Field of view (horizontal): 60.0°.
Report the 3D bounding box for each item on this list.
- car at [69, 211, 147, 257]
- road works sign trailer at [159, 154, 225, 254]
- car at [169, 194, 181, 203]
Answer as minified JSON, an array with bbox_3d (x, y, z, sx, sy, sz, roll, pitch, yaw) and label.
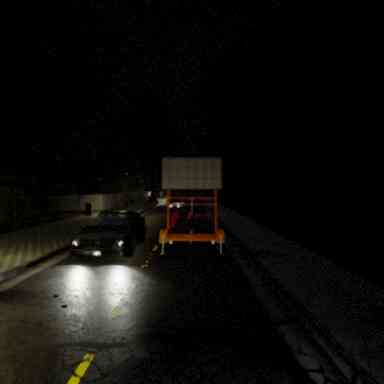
[{"bbox_3d":[-2.851,1.431,12.618,2.033,1.411,5.357,0,1,0],"label":"car"},{"bbox_3d":[-0.002,0.346,12.803,2.380,3.560,2.880,0,1,0],"label":"road works sign trailer"},{"bbox_3d":[-2.827,1.083,55.136,1.994,1.385,4.181,0,0,0],"label":"car"}]
